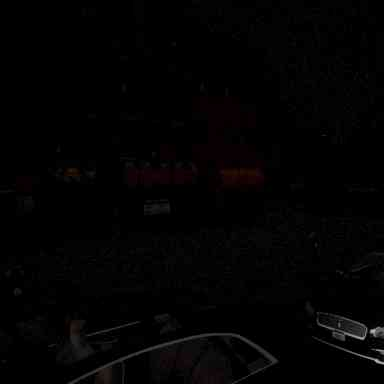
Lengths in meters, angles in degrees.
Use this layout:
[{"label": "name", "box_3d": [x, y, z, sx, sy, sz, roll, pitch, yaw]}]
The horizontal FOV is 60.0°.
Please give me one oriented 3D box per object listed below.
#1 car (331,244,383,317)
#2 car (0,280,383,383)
[{"label": "car", "box_3d": [3.595, 1.548, 5.408, 4.403, 1.369, 2.008, 0, -2, -36]}, {"label": "car", "box_3d": [-0.837, 1.550, 2.238, 4.403, 1.369, 2.008, 0, -2, -36]}]
